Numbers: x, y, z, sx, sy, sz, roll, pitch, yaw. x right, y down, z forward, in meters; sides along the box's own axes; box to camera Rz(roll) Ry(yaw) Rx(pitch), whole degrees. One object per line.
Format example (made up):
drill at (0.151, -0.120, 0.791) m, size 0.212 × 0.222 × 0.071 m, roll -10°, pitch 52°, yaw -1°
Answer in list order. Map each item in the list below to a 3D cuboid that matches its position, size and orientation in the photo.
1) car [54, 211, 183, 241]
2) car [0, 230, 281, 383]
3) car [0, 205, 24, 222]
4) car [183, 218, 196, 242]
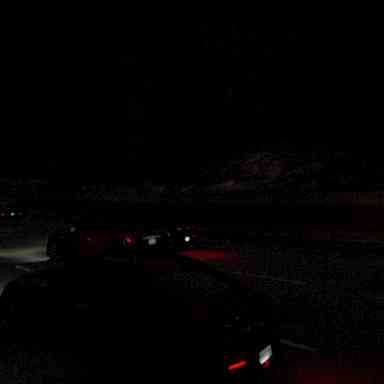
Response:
car at (-2.768, 1.448, 10.781) m, size 4.553 × 1.767 × 2.097 m, roll -1°, pitch -1°, yaw 39°
car at (-1.048, 1.568, 4.930) m, size 4.674 × 1.442 × 1.812 m, roll -1°, pitch 0°, yaw 37°
car at (-15.919, 1.856, 28.337) m, size 2.033 × 1.411 × 5.357 m, roll 0°, pitch -1°, yaw -41°
car at (-2.038, 1.624, 14.715) m, size 4.892 × 1.490 × 1.837 m, roll -1°, pitch 0°, yaw 40°
